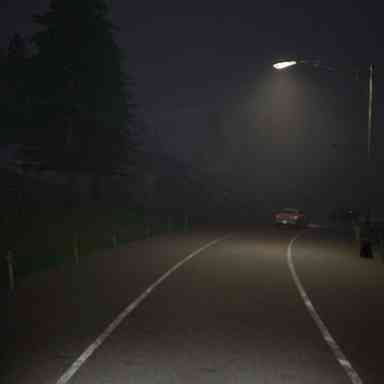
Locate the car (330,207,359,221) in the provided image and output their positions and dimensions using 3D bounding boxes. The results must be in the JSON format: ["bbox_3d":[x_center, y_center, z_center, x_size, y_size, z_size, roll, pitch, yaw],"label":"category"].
[{"bbox_3d":[17.778,2.531,38.545,4.902,1.511,2.128,3,0,-45],"label":"car"}]

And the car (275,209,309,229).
[{"bbox_3d":[7.906,2.040,26.209,1.812,1.442,4.674,2,-1,30],"label":"car"}]
